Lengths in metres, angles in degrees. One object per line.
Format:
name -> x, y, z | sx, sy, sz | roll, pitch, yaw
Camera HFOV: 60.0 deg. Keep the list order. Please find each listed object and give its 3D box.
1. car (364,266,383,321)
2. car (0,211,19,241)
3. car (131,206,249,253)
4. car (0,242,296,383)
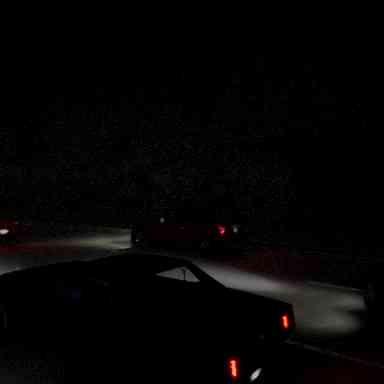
car -> 5.103, 1.604, 4.657 | 4.718, 1.301, 1.895 | 0, 0, 35
car -> -9.738, 1.484, 15.250 | 4.674, 1.442, 1.812 | 0, 0, 36
car -> -0.218, 1.333, 12.756 | 4.553, 1.767, 2.097 | 0, 0, 35
car -> -1.127, 1.592, 4.799 | 4.718, 1.301, 1.895 | 0, 0, 36
